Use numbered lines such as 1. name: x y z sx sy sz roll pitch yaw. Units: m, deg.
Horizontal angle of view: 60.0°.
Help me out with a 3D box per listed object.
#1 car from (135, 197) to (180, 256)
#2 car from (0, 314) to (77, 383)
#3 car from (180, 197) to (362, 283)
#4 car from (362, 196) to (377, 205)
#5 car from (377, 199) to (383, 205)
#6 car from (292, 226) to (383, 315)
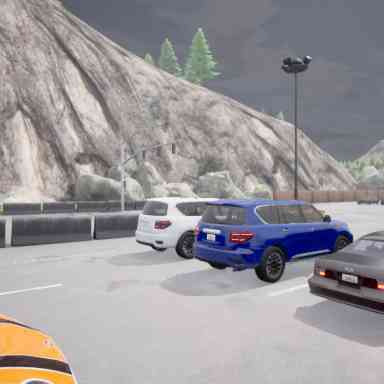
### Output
1. car: 0.572 1.221 12.824 5.566 2.045 2.150 0 0 -36
2. car: -2.901 1.350 1.673 4.553 1.767 2.097 0 0 -36
3. car: 2.595 1.221 9.946 5.566 2.045 2.150 0 0 -38
4. car: 29.524 1.387 55.701 4.181 1.385 1.994 0 0 -36
5. car: 31.942 1.385 53.139 4.181 1.385 1.994 0 0 -36
6. car: 4.783 1.547 7.236 5.357 1.411 2.033 0 0 -36
